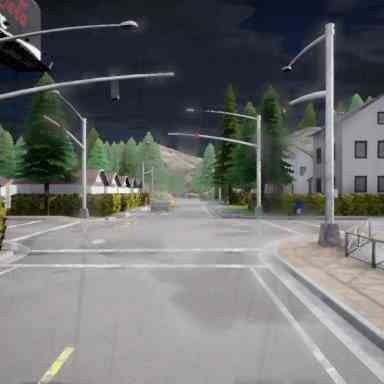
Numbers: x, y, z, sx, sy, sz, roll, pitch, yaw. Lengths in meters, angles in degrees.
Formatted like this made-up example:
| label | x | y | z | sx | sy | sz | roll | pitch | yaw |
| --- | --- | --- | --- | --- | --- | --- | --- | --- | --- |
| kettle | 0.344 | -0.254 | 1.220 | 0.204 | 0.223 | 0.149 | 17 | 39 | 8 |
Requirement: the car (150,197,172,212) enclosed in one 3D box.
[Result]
| label | x | y | z | sx | sy | sz | roll | pitch | yaw |
| --- | --- | --- | --- | --- | --- | --- | --- | --- | --- |
| car | -3.583 | 1.526 | 38.128 | 1.812 | 1.442 | 4.674 | 0 | 0 | 0 |

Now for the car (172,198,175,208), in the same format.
| label | x | y | z | sx | sy | sz | roll | pitch | yaw |
| --- | --- | --- | --- | --- | --- | --- | --- | --- | --- |
| car | -3.585 | 1.478 | 48.600 | 1.882 | 1.535 | 5.008 | 0 | 0 | 0 |
